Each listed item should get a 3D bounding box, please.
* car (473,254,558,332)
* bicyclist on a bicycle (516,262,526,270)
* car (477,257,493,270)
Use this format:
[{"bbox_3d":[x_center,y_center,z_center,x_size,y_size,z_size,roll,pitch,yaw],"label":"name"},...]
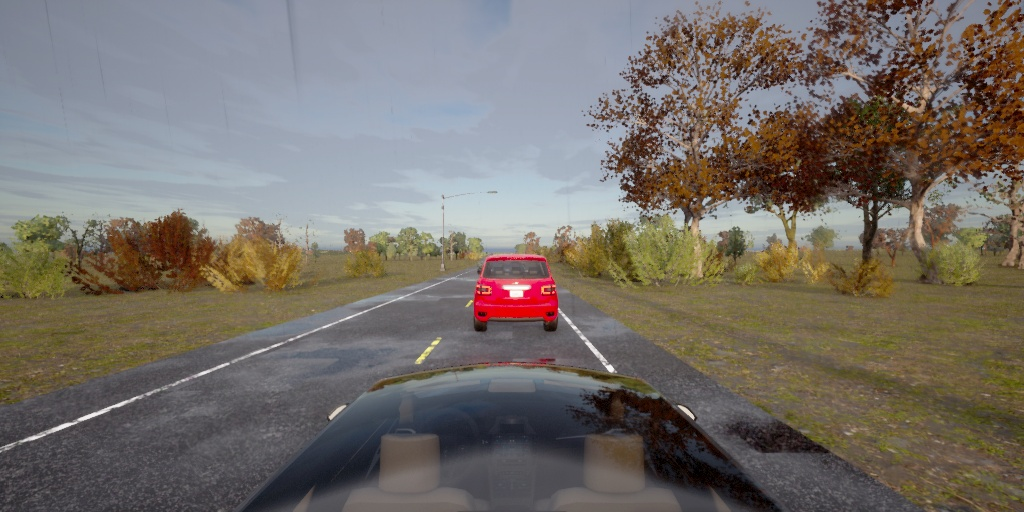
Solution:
[{"bbox_3d":[0.078,0.968,11.020,2.150,2.045,5.566,0,0,-1],"label":"car"},{"bbox_3d":[0.860,1.110,30.199,0.659,1.776,1.843,0,0,0],"label":"bicyclist on a bicycle"},{"bbox_3d":[-3.893,1.086,52.355,2.097,1.767,4.553,0,0,-1],"label":"car"}]
